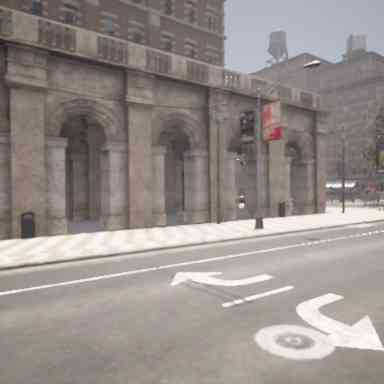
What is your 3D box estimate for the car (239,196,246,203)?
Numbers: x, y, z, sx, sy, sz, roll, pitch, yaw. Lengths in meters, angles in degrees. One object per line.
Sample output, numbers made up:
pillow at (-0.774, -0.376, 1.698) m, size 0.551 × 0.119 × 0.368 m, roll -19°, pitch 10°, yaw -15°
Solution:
car at (8.780, 1.240, 51.533) m, size 1.895 × 1.301 × 4.718 m, roll -1°, pitch 0°, yaw -36°
